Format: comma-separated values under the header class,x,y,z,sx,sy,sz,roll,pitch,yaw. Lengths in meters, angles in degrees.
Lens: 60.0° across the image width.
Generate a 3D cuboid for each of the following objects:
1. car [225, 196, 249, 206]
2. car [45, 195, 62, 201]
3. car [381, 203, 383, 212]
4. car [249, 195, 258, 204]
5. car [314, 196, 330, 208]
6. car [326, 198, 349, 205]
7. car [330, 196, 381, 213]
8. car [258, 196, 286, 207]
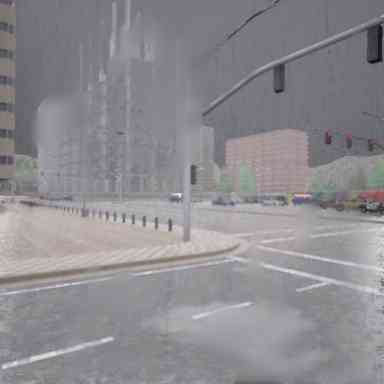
class,x,y,z,sx,sy,sz,roll,pitch,yaw
car,9.886,1.871,72.805,1.970,1.475,3.806,1,0,-35
car,-36.652,1.798,87.982,1.895,1.301,4.718,1,0,-36
car,21.824,1.550,41.340,1.905,1.878,3.866,1,0,-35
car,12.248,1.867,74.479,1.784,1.438,3.905,1,0,-35
car,27.651,1.733,67.003,1.932,1.855,4.605,1,0,-35
car,30.049,1.971,68.625,1.784,1.438,3.905,1,0,-35
car,19.432,1.520,39.710,1.932,1.855,4.605,1,0,-35
car,13.921,1.816,57.150,1.970,1.475,3.806,1,0,-35
